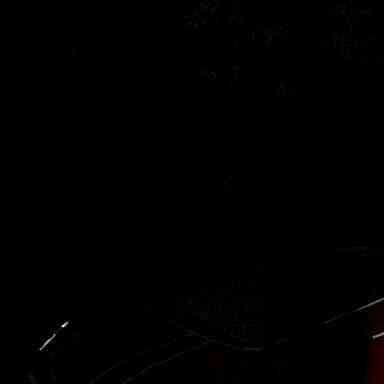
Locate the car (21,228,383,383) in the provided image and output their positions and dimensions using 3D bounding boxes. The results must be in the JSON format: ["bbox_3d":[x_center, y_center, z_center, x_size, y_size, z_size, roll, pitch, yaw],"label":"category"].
[{"bbox_3d":[0.699,1.354,3.535,4.553,1.767,2.097,0,0,-35],"label":"car"}]
